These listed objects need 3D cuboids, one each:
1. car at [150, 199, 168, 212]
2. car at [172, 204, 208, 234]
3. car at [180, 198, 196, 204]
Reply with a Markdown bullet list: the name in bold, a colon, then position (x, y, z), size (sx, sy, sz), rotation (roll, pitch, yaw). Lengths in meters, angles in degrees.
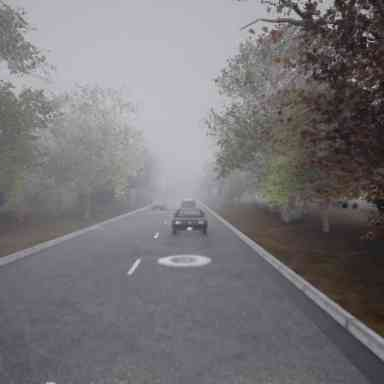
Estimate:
- **car**: position (-3.884, 1.576, 40.355), size (2.033, 1.411, 5.357), rotation (0, 0, -1)
- **car**: position (-0.150, 1.612, 19.439), size (1.895, 1.301, 4.718), rotation (0, 0, -1)
- **car**: position (-0.493, 1.488, 43.868), size (1.882, 1.535, 5.008), rotation (0, 0, -1)
